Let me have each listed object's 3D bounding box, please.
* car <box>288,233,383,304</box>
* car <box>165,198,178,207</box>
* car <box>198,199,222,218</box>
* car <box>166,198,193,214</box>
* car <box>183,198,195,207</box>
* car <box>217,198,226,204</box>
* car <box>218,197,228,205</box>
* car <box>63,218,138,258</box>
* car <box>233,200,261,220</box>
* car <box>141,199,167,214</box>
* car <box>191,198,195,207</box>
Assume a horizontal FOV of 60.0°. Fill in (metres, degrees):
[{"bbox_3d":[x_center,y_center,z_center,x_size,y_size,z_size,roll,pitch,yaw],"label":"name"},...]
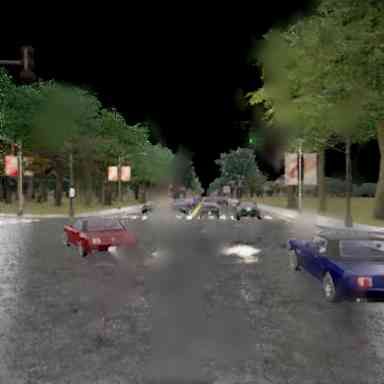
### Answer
[{"bbox_3d":[3.808,1.671,8.233,1.895,1.301,4.718,0,0,3],"label":"car"},{"bbox_3d":[-3.691,1.910,59.491,1.812,1.442,4.674,0,0,3],"label":"car"},{"bbox_3d":[1.716,1.698,32.819,1.837,1.490,4.892,0,0,3],"label":"car"},{"bbox_3d":[-1.396,1.795,39.119,2.033,1.411,5.357,0,0,3],"label":"car"},{"bbox_3d":[-0.427,1.847,59.740,1.882,1.535,5.008,0,0,3],"label":"car"},{"bbox_3d":[6.967,2.033,79.419,1.994,1.385,4.181,0,0,3],"label":"car"},{"bbox_3d":[6.512,1.901,69.342,1.837,1.490,4.892,0,0,3],"label":"car"},{"bbox_3d":[-3.900,1.694,13.457,1.895,1.301,4.718,0,0,-31],"label":"car"},{"bbox_3d":[4.833,1.511,29.866,2.097,1.767,4.553,0,0,3],"label":"car"},{"bbox_3d":[-4.634,1.813,39.355,2.033,1.411,5.357,0,0,3],"label":"car"},{"bbox_3d":[-0.892,1.909,49.379,1.895,1.301,4.718,0,0,3],"label":"car"}]
